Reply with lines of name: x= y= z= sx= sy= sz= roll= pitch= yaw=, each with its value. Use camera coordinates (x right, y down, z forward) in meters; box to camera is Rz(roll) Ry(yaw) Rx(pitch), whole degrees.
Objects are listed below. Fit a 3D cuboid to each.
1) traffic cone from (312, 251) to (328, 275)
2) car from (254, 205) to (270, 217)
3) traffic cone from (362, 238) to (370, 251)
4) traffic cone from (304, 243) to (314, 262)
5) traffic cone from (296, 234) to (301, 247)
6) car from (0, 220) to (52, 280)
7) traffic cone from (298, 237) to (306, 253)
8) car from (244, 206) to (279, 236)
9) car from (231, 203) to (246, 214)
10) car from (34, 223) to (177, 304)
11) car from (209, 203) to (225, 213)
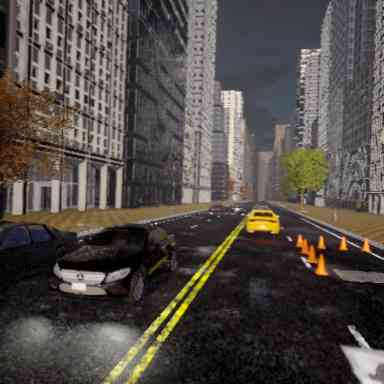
traffic cone: x=4.042 y=2.243 z=10.390 sx=0.340 sy=0.580 sz=0.340 roll=2 pitch=-1 yaw=12
car: x=9.526 y=2.543 z=45.274 sx=1.895 sy=1.301 sz=4.718 roll=2 pitch=-1 yaw=12
traffic cone: x=8.202 y=2.468 z=15.647 sx=0.340 sy=0.580 sz=0.340 roll=2 pitch=-1 yaw=12
traffic cone: x=4.450 y=2.284 z=12.347 sx=0.340 sy=0.580 sz=0.340 roll=2 pitch=-1 yaw=12
traffic cone: x=5.267 y=2.365 z=16.262 sx=0.340 sy=0.580 sz=0.340 roll=2 pitch=-1 yaw=12
car: x=-4.954 y=1.472 z=8.640 sx=2.033 sy=1.411 sz=5.357 roll=2 pitch=-1 yaw=12
traffic cone: x=4.859 y=2.324 z=14.304 sx=0.340 sy=0.580 sz=0.340 roll=2 pitch=-1 yaw=12
car: x=4.649 y=1.935 z=21.878 sx=1.882 sy=1.535 sz=5.008 roll=2 pitch=-1 yaw=12
car: x=6.899 y=2.387 z=49.432 sx=2.128 sy=1.511 sz=4.902 roll=2 pitch=-1 yaw=12
car: x=-1.651 y=1.574 z=8.555 sx=1.812 sy=1.442 sz=4.674 roll=2 pitch=-1 yaw=12
car: x=3.814 y=2.358 z=50.537 sx=1.994 sy=1.385 sz=4.181 roll=2 pitch=-1 yaw=12
